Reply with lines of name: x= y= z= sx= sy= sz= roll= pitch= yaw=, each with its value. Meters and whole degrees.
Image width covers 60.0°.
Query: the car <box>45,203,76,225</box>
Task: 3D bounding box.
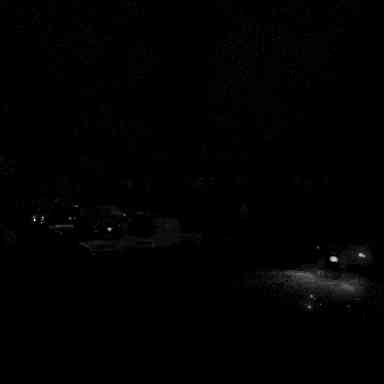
car: x=-10.447 y=1.863 z=27.347 sx=1.994 sy=1.385 sz=4.181 roll=1 pitch=-1 yaw=-32

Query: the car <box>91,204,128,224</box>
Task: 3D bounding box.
car: x=-7.232 y=1.855 z=28.804 sx=1.812 sy=1.442 sz=4.674 roll=1 pitch=-1 yaw=-32

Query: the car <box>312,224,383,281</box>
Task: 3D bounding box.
car: x=5.730 y=1.713 z=10.286 sx=4.181 sy=1.385 sz=1.994 roll=1 pitch=-1 yaw=-28

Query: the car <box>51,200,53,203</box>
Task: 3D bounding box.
car: x=-36.953 y=2.509 z=85.476 sx=1.895 sy=1.301 sz=4.718 roll=1 pitch=-1 yaw=-28

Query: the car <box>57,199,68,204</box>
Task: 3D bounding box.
car: x=-33.884 y=2.486 z=87.160 sx=2.033 sy=1.411 sz=5.357 roll=1 pitch=-1 yaw=-28

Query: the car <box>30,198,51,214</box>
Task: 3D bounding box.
car: x=-20.120 y=1.952 z=43.079 sx=2.128 sy=1.511 sz=4.902 roll=1 pitch=-1 yaw=-31

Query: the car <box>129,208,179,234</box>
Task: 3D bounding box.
car: x=-2.550 y=1.779 z=21.229 sx=1.812 sy=1.442 sz=4.674 roll=1 pitch=-1 yaw=-32

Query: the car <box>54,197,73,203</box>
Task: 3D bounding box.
car: x=-16.640 y=1.834 z=44.099 sx=2.097 sy=1.767 sz=4.553 roll=1 pitch=-1 yaw=-31

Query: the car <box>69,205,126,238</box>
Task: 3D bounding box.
car: x=-5.590 y=1.726 z=19.490 sx=1.837 sy=1.490 sz=4.892 roll=1 pitch=-1 yaw=-32
